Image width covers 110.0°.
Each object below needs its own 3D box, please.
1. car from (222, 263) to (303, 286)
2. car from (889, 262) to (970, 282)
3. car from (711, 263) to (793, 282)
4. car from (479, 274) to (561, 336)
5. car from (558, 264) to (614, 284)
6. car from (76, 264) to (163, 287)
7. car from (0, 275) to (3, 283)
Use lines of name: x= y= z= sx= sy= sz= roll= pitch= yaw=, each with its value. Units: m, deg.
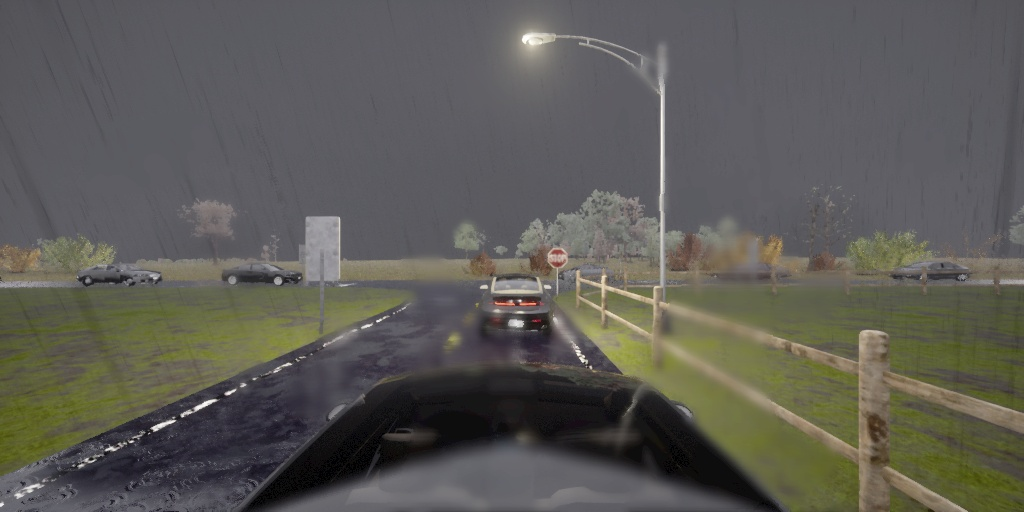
car: x=-17.366 y=1.271 z=25.117 sx=5.008 sy=1.535 sz=1.882 roll=0 pitch=0 yaw=1
car: x=32.051 y=1.183 z=27.603 sx=4.892 sy=1.490 sz=1.837 roll=0 pitch=0 yaw=1
car: x=18.489 y=1.247 z=27.739 sx=5.357 sy=1.411 sz=2.033 roll=0 pitch=0 yaw=1
car: x=0.113 y=1.255 z=10.359 sx=1.837 sy=1.490 sz=4.892 roll=0 pitch=0 yaw=0
car: x=5.508 y=1.297 z=26.930 sx=4.181 sy=1.385 sz=1.994 roll=0 pitch=0 yaw=-13
car: x=-27.487 y=1.314 z=25.217 sx=4.902 sy=1.511 sz=2.128 roll=0 pitch=0 yaw=1
car: x=-39.058 y=1.422 z=25.339 sx=4.181 sy=1.385 sz=1.994 roll=0 pitch=0 yaw=1
